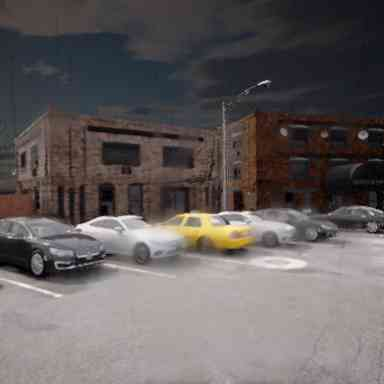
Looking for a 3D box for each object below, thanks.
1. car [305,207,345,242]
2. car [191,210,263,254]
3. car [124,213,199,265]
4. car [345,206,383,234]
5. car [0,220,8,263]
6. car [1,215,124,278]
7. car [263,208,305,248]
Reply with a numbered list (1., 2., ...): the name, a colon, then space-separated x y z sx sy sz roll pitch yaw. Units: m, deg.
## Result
1. car: 4.826 1.587 17.031 4.892 1.521 2.231 -1 -1 35
2. car: -0.105 1.541 13.722 5.366 1.575 1.946 -1 -1 35
3. car: -2.341 1.561 11.922 4.674 1.452 2.002 -1 -1 35
4. car: 9.608 1.629 20.423 4.892 1.521 2.231 -1 -1 35
5. car: -7.094 1.508 8.501 4.792 1.488 2.163 -1 -1 35
6. car: -4.733 1.501 10.229 4.892 1.521 2.231 -1 -1 34
7. car: 2.439 1.604 15.325 4.674 1.452 2.002 -1 -1 35
